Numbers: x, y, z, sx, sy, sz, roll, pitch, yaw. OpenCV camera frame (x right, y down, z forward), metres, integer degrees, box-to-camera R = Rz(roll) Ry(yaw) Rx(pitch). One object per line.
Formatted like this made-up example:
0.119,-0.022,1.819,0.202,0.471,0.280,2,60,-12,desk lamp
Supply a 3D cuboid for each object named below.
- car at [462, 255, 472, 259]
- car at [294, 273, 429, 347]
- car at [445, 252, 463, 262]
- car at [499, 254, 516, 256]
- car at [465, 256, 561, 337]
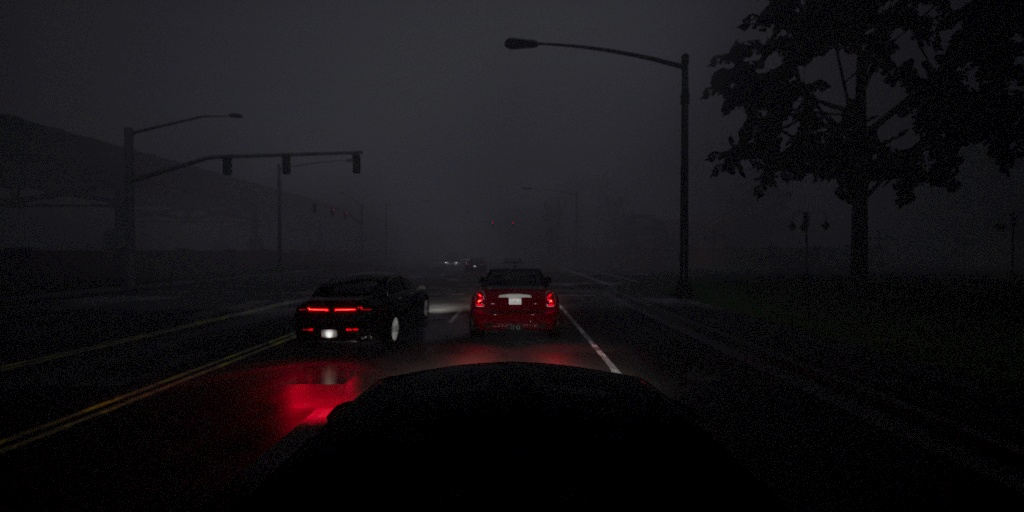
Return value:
-3.396,0.885,34.870,1.994,1.385,4.181,0,1,0,car
-3.415,1.163,9.072,1.837,1.490,4.892,0,1,-1,car
-10.528,0.118,63.864,2.097,1.767,4.553,0,1,1,car
0.098,0.869,30.678,2.128,1.511,4.902,0,1,0,car
0.081,0.998,10.059,2.097,1.767,4.553,0,1,0,car
